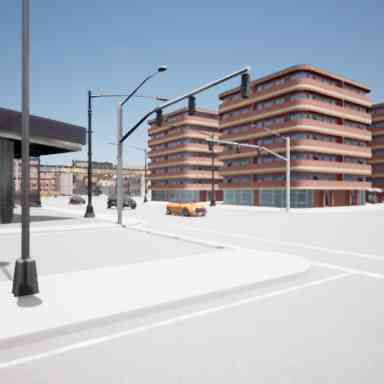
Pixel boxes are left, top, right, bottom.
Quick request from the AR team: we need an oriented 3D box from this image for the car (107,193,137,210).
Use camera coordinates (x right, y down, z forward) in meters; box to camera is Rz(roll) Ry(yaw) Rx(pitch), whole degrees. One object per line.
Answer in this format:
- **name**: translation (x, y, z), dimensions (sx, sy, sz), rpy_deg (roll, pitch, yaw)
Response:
- **car**: translation (-9.168, 1.209, 43.000), dimensions (2.150, 2.045, 5.566), rpy_deg (0, 1, -36)

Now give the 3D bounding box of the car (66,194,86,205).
- **car**: translation (-19.813, 1.500, 57.482), dimensions (1.837, 1.490, 4.892), rpy_deg (0, -1, -36)

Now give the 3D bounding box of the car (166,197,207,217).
- **car**: translation (-0.570, 1.345, 31.331), dimensions (2.097, 1.767, 4.553), rpy_deg (0, 0, -36)
